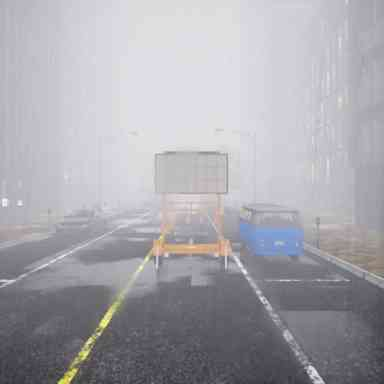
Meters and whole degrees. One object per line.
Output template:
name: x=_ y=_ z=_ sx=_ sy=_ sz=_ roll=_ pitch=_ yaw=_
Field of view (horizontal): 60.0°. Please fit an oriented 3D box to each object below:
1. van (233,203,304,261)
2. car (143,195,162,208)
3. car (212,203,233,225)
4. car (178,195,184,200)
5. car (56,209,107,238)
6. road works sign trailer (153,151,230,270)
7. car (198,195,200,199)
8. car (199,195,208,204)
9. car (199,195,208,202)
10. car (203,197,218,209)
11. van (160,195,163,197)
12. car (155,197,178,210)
van: x=2.675 y=1.339 z=12.015 sx=1.690 sy=1.788 sz=3.998 roll=0 pitch=0 yaw=0
car: x=-5.747 y=1.540 z=46.163 sx=2.008 sy=1.369 sz=4.403 roll=0 pitch=0 yaw=0
car: x=2.661 y=1.578 z=23.399 sx=1.802 sy=1.307 sz=4.206 roll=0 pitch=0 yaw=0
car: x=-3.113 y=1.472 z=91.026 sx=2.033 sy=1.411 sz=5.357 roll=0 pitch=0 yaw=0
car: x=-5.713 y=1.579 z=17.700 sx=1.802 sy=1.307 sz=4.206 roll=0 pitch=0 yaw=0
road works sign trailer: x=-0.014 y=0.462 z=11.031 sx=2.380 sy=3.560 sz=2.880 roll=0 pitch=0 yaw=0
car: x=2.620 y=1.528 z=57.554 sx=2.008 sy=1.369 sz=4.403 roll=0 pitch=0 yaw=0
car: x=2.627 y=1.535 z=51.862 sx=2.008 sy=1.369 sz=4.403 roll=0 pitch=0 yaw=0
car: x=2.599 y=1.389 z=74.631 sx=1.967 sy=1.590 sz=4.097 roll=0 pitch=0 yaw=0
car: x=2.640 y=1.574 z=40.477 sx=1.802 sy=1.307 sz=4.206 roll=0 pitch=0 yaw=0
van: x=-5.761 y=1.319 z=57.548 sx=1.690 sy=1.788 sz=3.998 roll=0 pitch=0 yaw=0
car: x=-3.153 y=1.592 z=41.884 sx=1.895 sy=1.301 sz=4.718 roll=0 pitch=0 yaw=0
